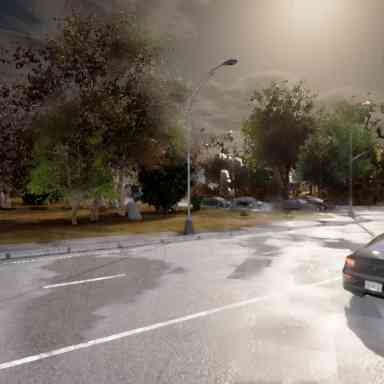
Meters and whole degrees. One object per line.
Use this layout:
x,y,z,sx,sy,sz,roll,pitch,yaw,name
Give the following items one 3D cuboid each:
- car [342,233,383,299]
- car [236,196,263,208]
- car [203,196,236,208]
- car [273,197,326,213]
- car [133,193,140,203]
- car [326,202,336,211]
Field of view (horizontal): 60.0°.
5.138,1.515,7.265,4.674,1.442,1.812,0,0,-35,car
7.811,1.385,47.095,2.128,1.511,4.902,0,0,-37,car
3.492,1.415,46.972,1.837,1.490,4.892,0,0,-37,car
11.469,1.456,36.592,2.033,1.411,5.357,0,0,-38,car
-9.267,1.120,63.721,2.150,2.045,5.566,0,0,-38,car
14.186,1.372,38.801,1.882,1.535,5.008,0,0,-38,car
